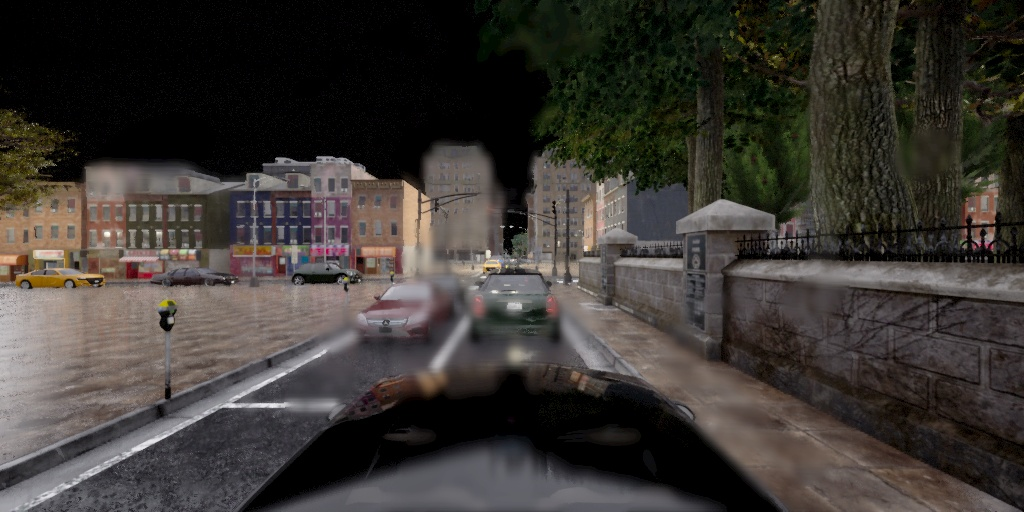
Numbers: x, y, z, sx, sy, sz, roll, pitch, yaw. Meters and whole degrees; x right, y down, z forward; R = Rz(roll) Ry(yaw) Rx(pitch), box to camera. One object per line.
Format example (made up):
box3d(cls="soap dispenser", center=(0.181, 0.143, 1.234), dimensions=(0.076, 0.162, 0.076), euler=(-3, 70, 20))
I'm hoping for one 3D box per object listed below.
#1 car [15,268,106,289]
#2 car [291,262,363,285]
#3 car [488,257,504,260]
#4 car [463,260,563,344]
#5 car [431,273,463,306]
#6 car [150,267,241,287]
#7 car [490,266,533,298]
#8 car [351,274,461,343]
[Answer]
box3d(cls="car", center=(-32.791, 1.625, 26.135), dimensions=(5.008, 1.535, 1.882), euler=(-1, 0, 0))
box3d(cls="car", center=(-13.391, 1.230, 26.196), dimensions=(4.553, 1.767, 2.097), euler=(-1, 0, 0))
box3d(cls="car", center=(-2.277, 1.218, 41.554), dimensions=(1.882, 1.535, 5.008), euler=(0, 0, 1))
box3d(cls="car", center=(0.073, 1.101, 9.740), dimensions=(2.097, 1.767, 4.553), euler=(0, 0, 0))
box3d(cls="car", center=(-2.638, 1.315, 13.288), dimensions=(1.948, 1.339, 4.313), euler=(0, 0, 0))
box3d(cls="car", center=(-23.035, 1.545, 26.157), dimensions=(5.357, 1.411, 2.033), euler=(-1, 0, 0))
box3d(cls="car", center=(-0.144, 1.313, 19.184), dimensions=(1.994, 1.385, 4.181), euler=(0, 0, -5))
box3d(cls="car", center=(-2.638, 1.331, 9.625), dimensions=(1.802, 1.307, 4.207), euler=(0, 0, 0))
